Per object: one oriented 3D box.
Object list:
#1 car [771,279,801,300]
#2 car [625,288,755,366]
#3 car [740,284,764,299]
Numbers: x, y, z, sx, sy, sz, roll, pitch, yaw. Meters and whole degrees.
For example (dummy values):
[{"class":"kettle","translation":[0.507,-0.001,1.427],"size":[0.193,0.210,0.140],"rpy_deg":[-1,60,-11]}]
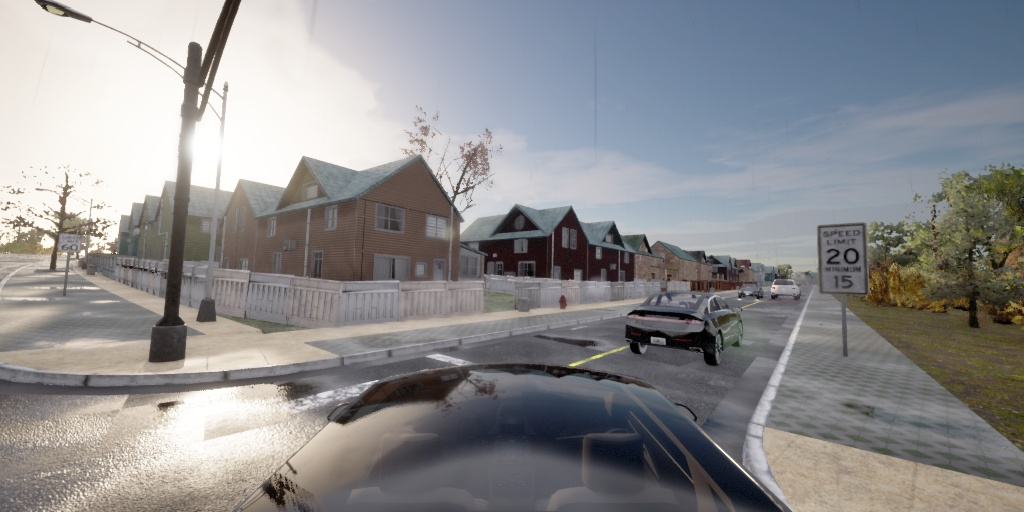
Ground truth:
[{"class":"car","translation":[28.328,3.453,37.113],"size":[2.150,2.045,5.566],"rpy_deg":[-2,-4,41]},{"class":"car","translation":[4.554,1.656,9.180],"size":[2.128,1.511,4.902],"rpy_deg":[-2,-4,40]},{"class":"car","translation":[25.181,3.703,37.766],"size":[2.128,1.511,4.902],"rpy_deg":[-2,-4,40]}]
